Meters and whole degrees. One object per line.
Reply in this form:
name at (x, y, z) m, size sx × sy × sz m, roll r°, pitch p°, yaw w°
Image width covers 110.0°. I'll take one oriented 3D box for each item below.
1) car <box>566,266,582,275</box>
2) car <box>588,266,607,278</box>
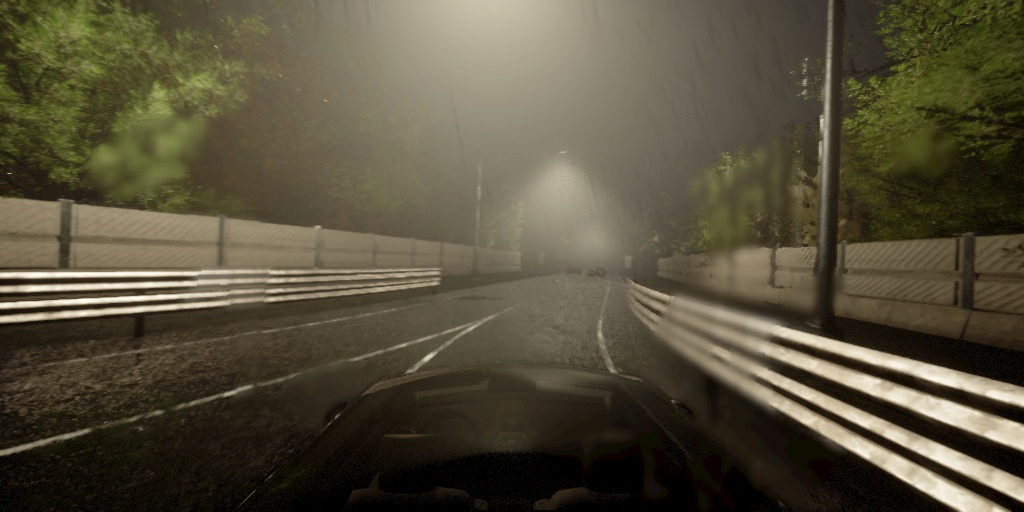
car at (9.277, 2.133, 53.505) m, size 1.895 × 1.301 × 4.718 m, roll 2°, pitch 0°, yaw 16°
car at (11.130, 2.164, 47.079) m, size 1.895 × 1.301 × 4.718 m, roll 2°, pitch 0°, yaw 16°
